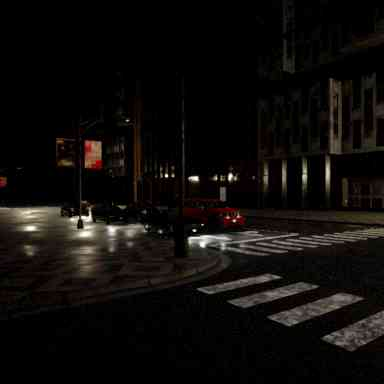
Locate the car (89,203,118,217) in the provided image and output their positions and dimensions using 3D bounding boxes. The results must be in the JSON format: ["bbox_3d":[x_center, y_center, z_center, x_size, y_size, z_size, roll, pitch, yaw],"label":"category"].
[{"bbox_3d":[-10.365,2.024,38.771,1.812,1.442,4.674,0,-1,-35],"label":"car"}]

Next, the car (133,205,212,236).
[{"bbox_3d":[-1.411,1.793,20.665,2.033,1.411,5.357,0,-1,-36],"label":"car"}]

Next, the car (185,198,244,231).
[{"bbox_3d":[1.074,1.455,22.822,2.150,2.045,5.566,0,-1,-34],"label":"car"}]

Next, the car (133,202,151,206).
[{"bbox_3d":[-4.582,1.716,30.686,2.097,1.767,4.553,0,-1,-36],"label":"car"}]

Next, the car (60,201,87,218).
[{"bbox_3d":[-13.012,1.867,36.887,2.097,1.767,4.553,0,-1,-35],"label":"car"}]

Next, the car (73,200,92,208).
[{"bbox_3d":[-21.964,2.406,66.459,2.033,1.411,5.357,0,-1,-36],"label":"car"}]

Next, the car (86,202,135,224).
[{"bbox_3d":[-7.101,1.855,28.616,1.882,1.535,5.008,0,-1,-36],"label":"car"}]
